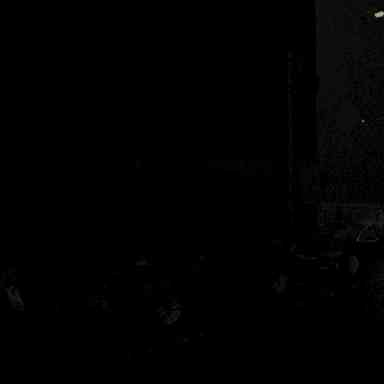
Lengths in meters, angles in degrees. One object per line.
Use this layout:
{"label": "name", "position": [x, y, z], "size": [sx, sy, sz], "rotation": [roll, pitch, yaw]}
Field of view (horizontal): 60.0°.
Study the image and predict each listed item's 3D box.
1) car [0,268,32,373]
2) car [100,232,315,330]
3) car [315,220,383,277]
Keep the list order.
{"label": "car", "position": [-4.158, 1.437, 3.697], "size": [4.097, 1.590, 1.967], "rotation": [0, -1, -35]}
{"label": "car", "position": [0.325, 1.562, 6.893], "size": [4.313, 1.339, 1.947], "rotation": [0, -1, -35]}
{"label": "car", "position": [4.807, 1.546, 10.090], "size": [4.403, 1.369, 2.008], "rotation": [0, -1, -35]}
